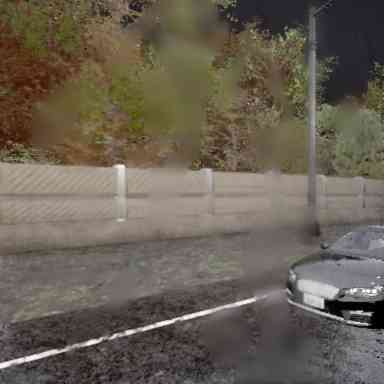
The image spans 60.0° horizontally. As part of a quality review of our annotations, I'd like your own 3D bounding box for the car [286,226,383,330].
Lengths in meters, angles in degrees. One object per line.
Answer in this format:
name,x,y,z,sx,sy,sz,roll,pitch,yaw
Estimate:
car,3.968,1.478,6.749,4.902,1.511,2.128,0,0,-35
